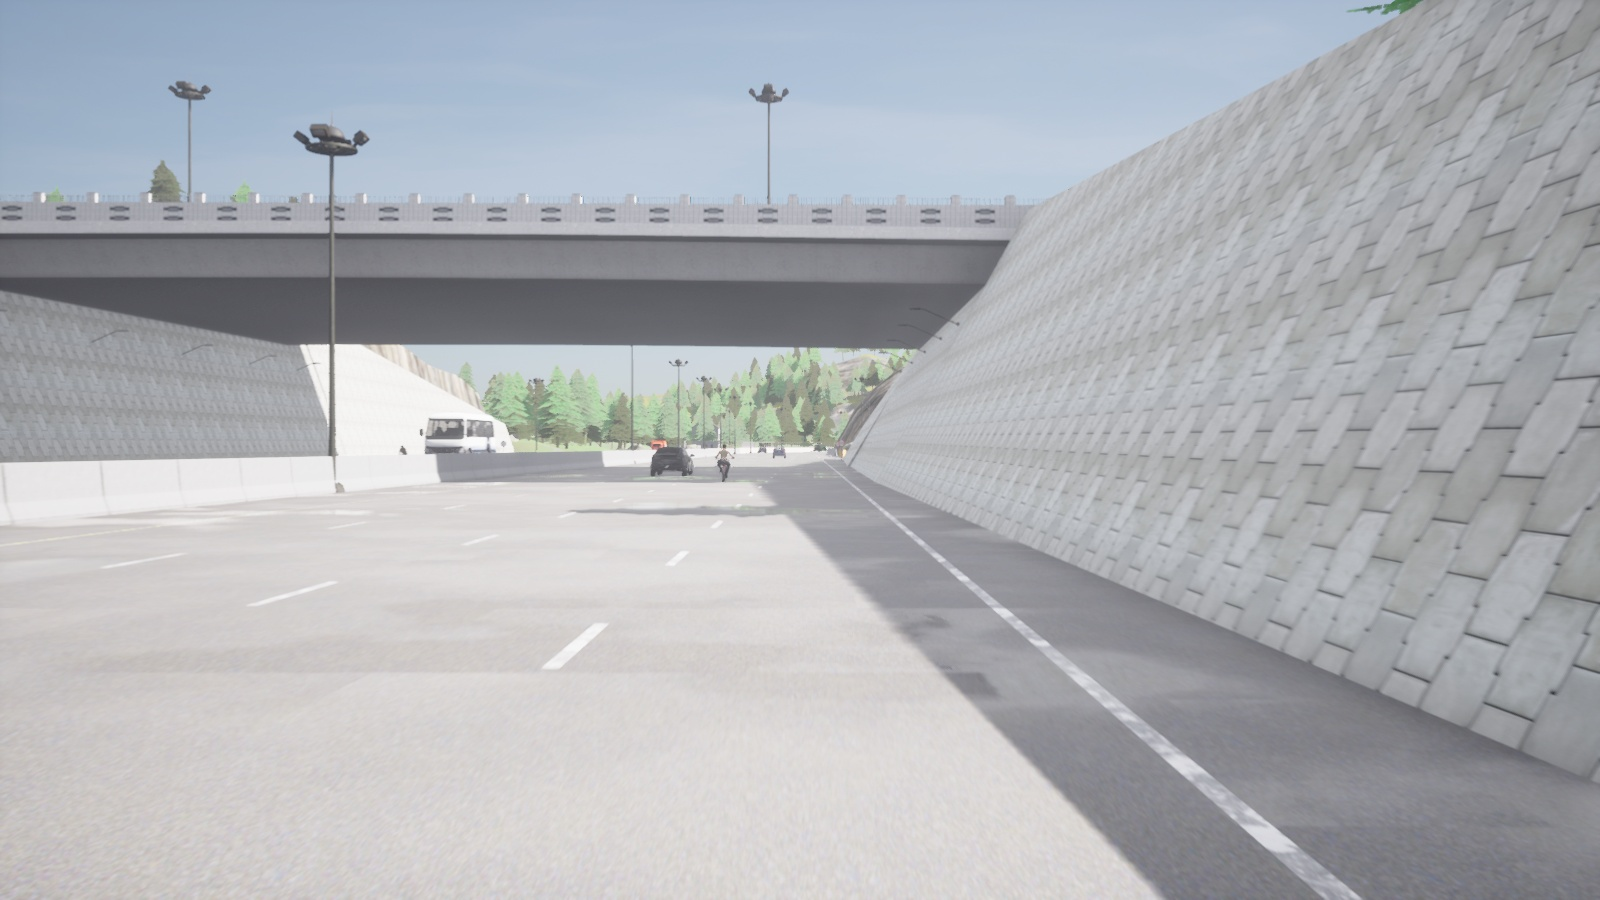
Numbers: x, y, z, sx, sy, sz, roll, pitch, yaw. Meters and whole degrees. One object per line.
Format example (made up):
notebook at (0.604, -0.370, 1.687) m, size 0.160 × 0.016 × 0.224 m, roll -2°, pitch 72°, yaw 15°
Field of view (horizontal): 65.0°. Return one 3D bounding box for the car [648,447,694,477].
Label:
car at (-6.612, 0.570, 64.793) m, size 1.837 × 1.490 × 4.892 m, roll 0°, pitch 0°, yaw 0°
